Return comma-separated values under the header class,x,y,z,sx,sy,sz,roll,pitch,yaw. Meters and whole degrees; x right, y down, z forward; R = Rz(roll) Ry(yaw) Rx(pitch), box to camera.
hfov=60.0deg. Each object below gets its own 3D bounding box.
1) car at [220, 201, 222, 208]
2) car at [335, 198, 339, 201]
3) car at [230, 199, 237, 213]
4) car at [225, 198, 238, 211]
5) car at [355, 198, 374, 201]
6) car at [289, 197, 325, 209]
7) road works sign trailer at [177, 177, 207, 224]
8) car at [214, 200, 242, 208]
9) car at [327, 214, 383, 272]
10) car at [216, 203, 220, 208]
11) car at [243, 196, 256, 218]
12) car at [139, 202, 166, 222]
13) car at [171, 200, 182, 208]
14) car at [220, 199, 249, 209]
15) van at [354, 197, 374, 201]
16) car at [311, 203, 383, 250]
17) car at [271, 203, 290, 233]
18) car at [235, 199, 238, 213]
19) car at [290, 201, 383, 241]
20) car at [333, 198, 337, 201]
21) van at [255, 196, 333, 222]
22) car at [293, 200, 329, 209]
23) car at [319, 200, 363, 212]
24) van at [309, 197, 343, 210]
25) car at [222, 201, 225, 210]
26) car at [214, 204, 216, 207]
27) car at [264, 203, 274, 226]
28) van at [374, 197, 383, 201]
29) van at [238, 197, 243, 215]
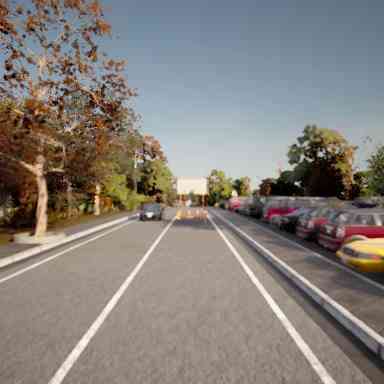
class,x,y,z,sx,sy,sz,roll,pitch,yaw
car,7.157,2.040,50.735,4.792,1.488,2.163,0,-1,0
car,20.177,1.801,39.425,4.892,1.521,2.231,0,-1,0
car,7.068,1.783,36.859,4.792,1.488,2.163,0,-1,0
car,7.115,1.856,42.409,5.008,1.535,2.097,0,-1,0
car,19.986,1.694,33.885,5.366,1.575,1.946,0,-1,0
car,20.252,1.915,58.814,5.566,2.045,2.435,0,-1,0
road works sign trailer,-0.007,0.606,26.126,2.380,3.560,2.880,0,-1,-1
car,6.972,2.314,64.599,5.366,1.575,1.946,0,-1,0
car,6.852,1.520,9.118,5.366,1.575,1.946,0,0,0
car,7.105,1.811,53.517,5.566,2.045,2.435,0,-1,0
car,7.102,1.312,25.775,5.566,2.045,2.435,0,0,0
car,-3.330,1.661,28.558,2.128,1.511,4.902,0,-1,0
car,-3.170,2.363,69.724,2.097,1.767,4.553,0,-2,0
car,7.171,1.990,56.286,4.553,1.767,2.185,0,-1,0
van,20.294,1.523,36.659,4.442,1.987,1.878,0,-1,0
car,7.013,1.404,11.894,4.553,1.767,2.185,0,0,0
car,7.050,1.543,17.446,5.008,1.535,2.097,0,0,0
car,7.094,1.742,34.081,4.674,1.452,2.002,0,-1,0
car,7.018,1.411,14.670,4.553,1.767,2.185,0,0,0
car,20.184,1.851,42.194,5.008,1.535,2.097,0,-1,0
van,6.951,1.331,22.999,4.442,1.987,1.878,0,0,0
car,20.034,2.106,56.042,5.366,1.575,1.946,0,-1,0
car,20.190,1.905,45.090,5.008,1.535,2.097,0,-1,0
van,20.324,1.779,50.508,4.442,1.987,1.878,0,-1,0
car,7.124,1.999,47.960,4.674,1.452,2.002,0,-1,0
car,7.157,2.243,61.831,4.892,1.521,2.231,0,-1,0
car,7.064,1.590,20.222,4.674,1.452,2.002,0,0,0
van,20.048,1.420,31.121,4.442,1.987,1.878,0,-1,0
van,6.969,1.425,31.311,4.442,1.987,1.878,0,-1,0
